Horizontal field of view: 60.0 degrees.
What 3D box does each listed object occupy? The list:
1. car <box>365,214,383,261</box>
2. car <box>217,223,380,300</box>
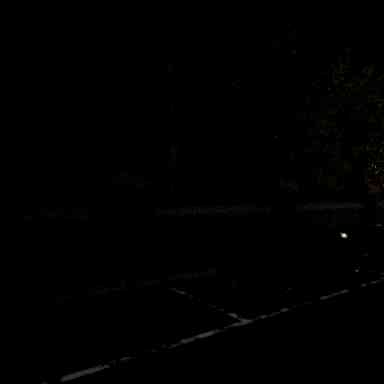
[{"bbox_3d":[7.137,1.476,11.652,4.097,1.590,1.967,0,0,-36],"label":"car"},{"bbox_3d":[2.629,1.585,8.435,4.313,1.339,1.947,0,0,-36],"label":"car"}]
